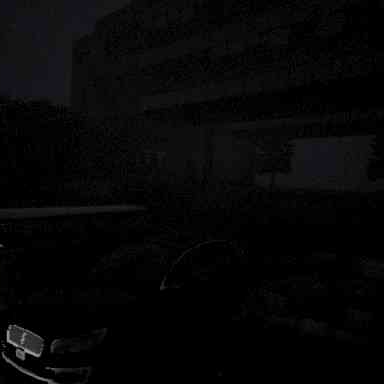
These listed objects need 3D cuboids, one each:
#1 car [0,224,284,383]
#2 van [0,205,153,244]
[{"bbox_3d":[-0.461,1.503,5.618,2.231,1.521,4.892,0,0,35],"label":"car"},{"bbox_3d":[-2.808,1.293,7.140,1.878,1.987,4.442,0,0,35],"label":"van"}]
